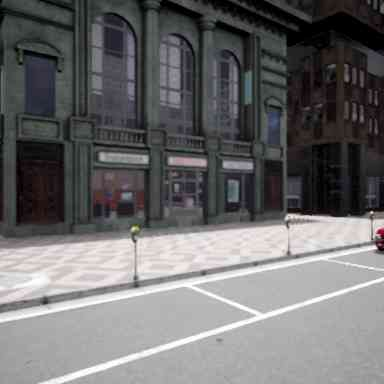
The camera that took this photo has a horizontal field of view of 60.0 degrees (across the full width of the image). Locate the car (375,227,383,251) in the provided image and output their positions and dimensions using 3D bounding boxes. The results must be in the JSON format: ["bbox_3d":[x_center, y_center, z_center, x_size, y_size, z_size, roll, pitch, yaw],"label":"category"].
[{"bbox_3d":[8.894,1.568,12.993,4.507,1.381,1.887,0,0,-35],"label":"car"}]
